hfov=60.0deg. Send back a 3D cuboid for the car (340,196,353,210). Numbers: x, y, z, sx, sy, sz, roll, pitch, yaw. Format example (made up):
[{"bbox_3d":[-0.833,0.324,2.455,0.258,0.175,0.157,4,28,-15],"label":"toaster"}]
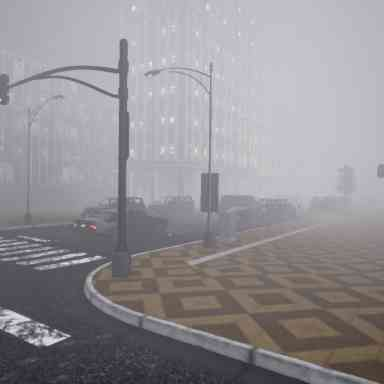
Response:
[{"bbox_3d":[20.380,1.436,46.282,2.192,1.841,5.009,1,0,35],"label":"car"}]

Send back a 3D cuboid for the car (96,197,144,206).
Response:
[{"bbox_3d":[-5.412,1.274,23.770,2.192,1.841,5.009,1,0,35],"label":"car"}]

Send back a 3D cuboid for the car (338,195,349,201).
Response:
[{"bbox_3d":[39.632,1.616,87.037,1.947,1.339,4.313,1,1,35],"label":"car"}]

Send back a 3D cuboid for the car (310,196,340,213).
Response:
[{"bbox_3d":[15.392,1.427,39.160,2.192,1.841,5.009,1,0,35],"label":"car"}]

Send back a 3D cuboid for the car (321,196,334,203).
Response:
[{"bbox_3d":[30.001,1.616,73.465,1.802,1.307,4.206,1,1,35],"label":"car"}]

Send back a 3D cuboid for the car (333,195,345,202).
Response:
[{"bbox_3d":[36.324,1.570,82.374,1.752,1.417,4.829,1,1,35],"label":"car"}]

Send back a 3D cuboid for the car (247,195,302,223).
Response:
[{"bbox_3d":[6.803,1.409,26.922,2.192,1.841,5.009,1,0,35],"label":"car"}]

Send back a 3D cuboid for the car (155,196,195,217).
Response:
[{"bbox_3d":[-1.749,1.283,28.934,2.192,1.841,5.009,1,0,35],"label":"car"}]

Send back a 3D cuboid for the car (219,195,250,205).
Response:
[{"bbox_3d":[4.336,1.276,28.097,2.150,2.045,5.566,1,1,35],"label":"car"}]

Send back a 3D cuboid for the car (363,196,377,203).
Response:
[{"bbox_3d":[39.639,1.597,73.429,1.967,1.590,4.097,1,1,35],"label":"car"}]

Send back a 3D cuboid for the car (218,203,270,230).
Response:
[{"bbox_3d":[3.306,1.668,21.999,1.802,1.307,4.206,1,0,35],"label":"car"}]

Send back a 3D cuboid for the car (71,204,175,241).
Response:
[{"bbox_3d":[-3.472,1.583,17.096,2.033,1.411,5.357,1,1,35],"label":"car"}]

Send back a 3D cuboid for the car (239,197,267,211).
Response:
[{"bbox_3d":[7.775,1.430,42.247,1.967,1.590,4.097,1,0,35],"label":"car"}]

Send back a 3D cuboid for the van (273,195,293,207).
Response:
[{"bbox_3d":[13.953,1.345,50.842,1.690,1.788,3.998,1,0,35],"label":"van"}]

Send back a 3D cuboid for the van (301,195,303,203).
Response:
[{"bbox_3d":[17.164,1.351,55.366,1.690,1.788,3.998,1,0,35],"label":"van"}]

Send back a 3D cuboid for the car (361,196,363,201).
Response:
[{"bbox_3d":[44.107,1.655,84.158,2.128,1.511,4.902,1,1,35],"label":"car"}]
